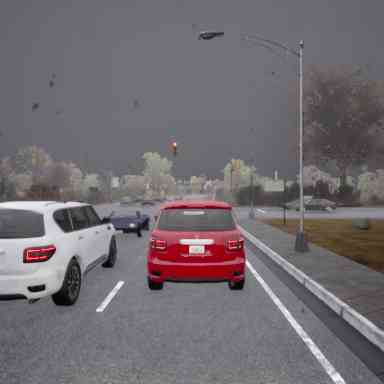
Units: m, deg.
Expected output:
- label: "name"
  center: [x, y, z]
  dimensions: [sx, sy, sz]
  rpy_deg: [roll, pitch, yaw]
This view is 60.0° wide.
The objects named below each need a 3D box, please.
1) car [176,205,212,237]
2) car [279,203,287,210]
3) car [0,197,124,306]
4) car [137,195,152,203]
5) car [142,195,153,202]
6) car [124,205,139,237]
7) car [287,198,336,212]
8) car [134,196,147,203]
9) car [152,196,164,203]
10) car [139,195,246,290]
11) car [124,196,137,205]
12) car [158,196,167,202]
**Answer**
- label: "car"
  center: [0.090, 1.525, 18.911]
  dimensions: [1.812, 1.442, 4.674]
  rpy_deg: [0, 0, 0]
- label: "car"
  center: [13.617, 1.547, 41.083]
  dimensions: [5.357, 1.411, 2.033]
  rpy_deg: [0, 0, 3]
- label: "car"
  center: [-3.405, 1.221, 8.157]
  dimensions: [2.150, 2.045, 5.566]
  rpy_deg: [0, 0, 0]
- label: "car"
  center: [-7.113, 1.546, 54.557]
  dimensions: [2.033, 1.411, 5.357]
  rpy_deg: [0, 0, 0]
- label: "car"
  center: [-10.546, 1.524, 79.358]
  dimensions: [2.128, 1.511, 4.902]
  rpy_deg: [0, 0, 0]
- label: "car"
  center: [-3.410, 1.600, 17.925]
  dimensions: [1.895, 1.301, 4.718]
  rpy_deg: [0, 0, 0]
- label: "car"
  center: [13.685, 1.505, 37.577]
  dimensions: [4.892, 1.490, 1.837]
  rpy_deg: [0, 0, 3]
- label: "car"
  center: [-10.541, 1.546, 68.408]
  dimensions: [2.033, 1.411, 5.357]
  rpy_deg: [0, 0, 0]
- label: "car"
  center: [-7.043, 1.600, 68.863]
  dimensions: [1.895, 1.301, 4.718]
  rpy_deg: [0, 0, 0]
- label: "car"
  center: [0.092, 1.221, 9.217]
  dimensions: [2.150, 2.045, 5.566]
  rpy_deg: [0, 0, 0]
- label: "car"
  center: [-10.618, 1.504, 54.951]
  dimensions: [1.837, 1.490, 4.892]
  rpy_deg: [0, 0, 0]
- label: "car"
  center: [-7.046, 1.594, 79.643]
  dimensions: [1.895, 1.301, 4.718]
  rpy_deg: [0, 0, 0]
